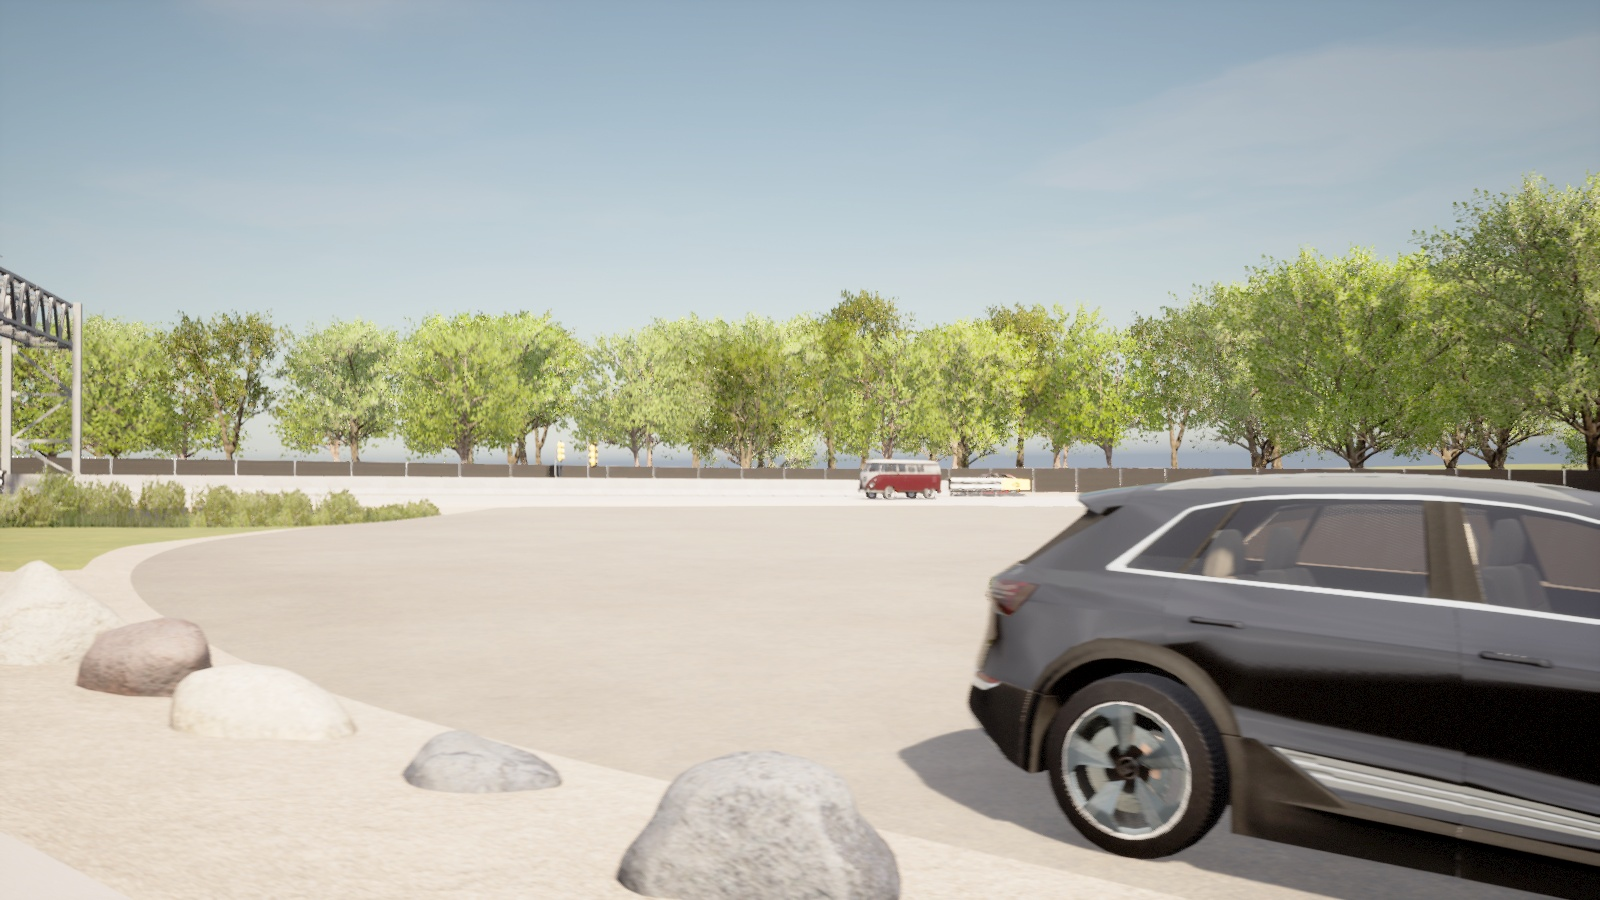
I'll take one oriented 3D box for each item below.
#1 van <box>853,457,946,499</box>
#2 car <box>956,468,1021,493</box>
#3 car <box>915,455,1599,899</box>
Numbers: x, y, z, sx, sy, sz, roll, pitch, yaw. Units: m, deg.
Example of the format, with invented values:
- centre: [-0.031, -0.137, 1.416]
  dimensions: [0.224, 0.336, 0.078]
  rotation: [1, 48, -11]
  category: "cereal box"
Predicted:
- centre: [4.968, 1.373, 62.664]
  dimensions: [4.442, 1.987, 1.775]
  rotation: [0, -1, -34]
  category: "van"
- centre: [12.865, 2.074, 85.691]
  dimensions: [3.988, 1.617, 1.851]
  rotation: [-1, 0, -9]
  category: "car"
- centre: [3.076, 0.865, 5.063]
  dimensions: [4.856, 1.649, 2.033]
  rotation: [0, -1, 38]
  category: "car"
